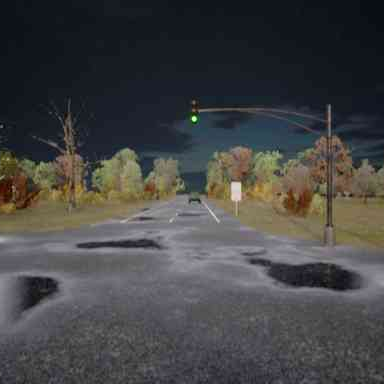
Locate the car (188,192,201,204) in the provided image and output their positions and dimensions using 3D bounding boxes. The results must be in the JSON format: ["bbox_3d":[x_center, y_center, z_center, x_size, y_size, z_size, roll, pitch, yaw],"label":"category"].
[{"bbox_3d":[0.473,1.026,59.231,2.150,2.045,5.566,0,0,0],"label":"car"}]
